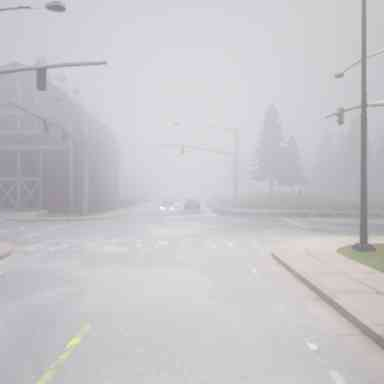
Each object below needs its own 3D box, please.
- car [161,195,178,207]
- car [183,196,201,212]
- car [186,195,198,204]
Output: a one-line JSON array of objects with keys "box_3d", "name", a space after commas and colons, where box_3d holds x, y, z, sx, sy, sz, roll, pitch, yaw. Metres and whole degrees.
[{"box_3d": [-3.580, 1.476, 49.856, 1.895, 1.301, 4.718, 0, 0, 0], "name": "car"}, {"box_3d": [-0.003, 1.398, 37.360, 2.128, 1.511, 4.902, 0, 0, 0], "name": "car"}, {"box_3d": [-0.004, 1.390, 62.826, 2.033, 1.411, 5.357, 0, 0, 0], "name": "car"}]
